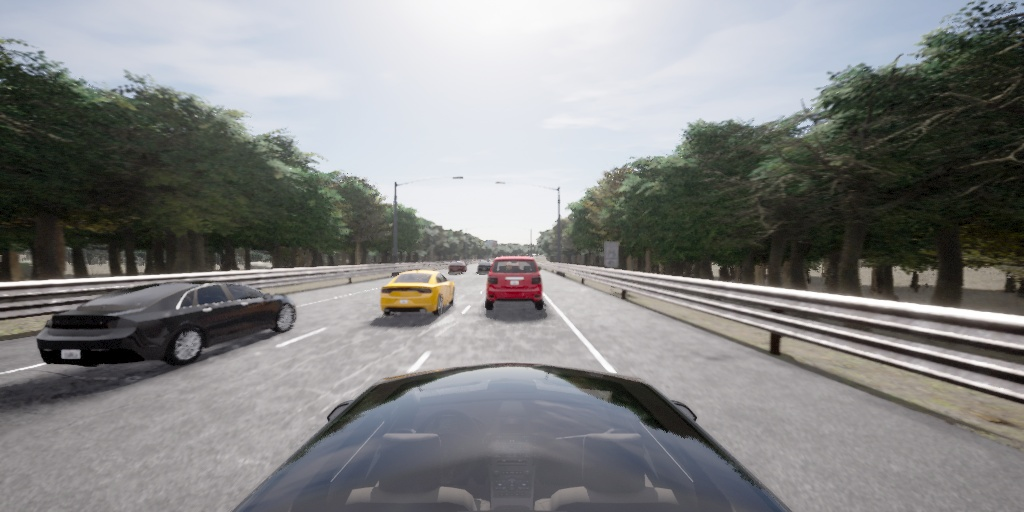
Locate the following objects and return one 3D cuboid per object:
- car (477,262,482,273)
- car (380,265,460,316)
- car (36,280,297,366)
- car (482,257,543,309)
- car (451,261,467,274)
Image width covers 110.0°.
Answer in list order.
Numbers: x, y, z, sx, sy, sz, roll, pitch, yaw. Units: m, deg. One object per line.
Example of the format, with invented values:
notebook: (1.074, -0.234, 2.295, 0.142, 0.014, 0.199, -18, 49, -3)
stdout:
car: (-3.432, 1.463, 47.222, 1.882, 1.535, 5.008, 0, 0, 0)
car: (-3.410, 1.290, 13.792, 1.882, 1.535, 5.008, 0, 0, 0)
car: (-6.908, 1.289, 8.039, 1.837, 1.490, 4.892, 0, 0, 0)
car: (0.090, 1.044, 15.431, 2.150, 2.045, 5.566, 0, 0, 0)
car: (-6.931, 1.458, 46.364, 1.882, 1.535, 5.008, 0, 0, 0)
